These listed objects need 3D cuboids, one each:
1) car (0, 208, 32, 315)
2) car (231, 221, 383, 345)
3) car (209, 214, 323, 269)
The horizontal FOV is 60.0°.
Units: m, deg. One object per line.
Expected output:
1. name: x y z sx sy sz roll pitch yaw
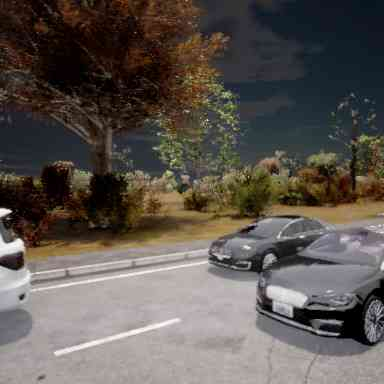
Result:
1. car: -5.255 1.254 4.495 5.566 2.045 2.150 0 0 -34
2. car: 3.337 1.482 6.448 4.902 1.511 2.128 0 0 -36
3. car: 2.717 1.501 10.334 4.892 1.490 1.837 0 0 -36
